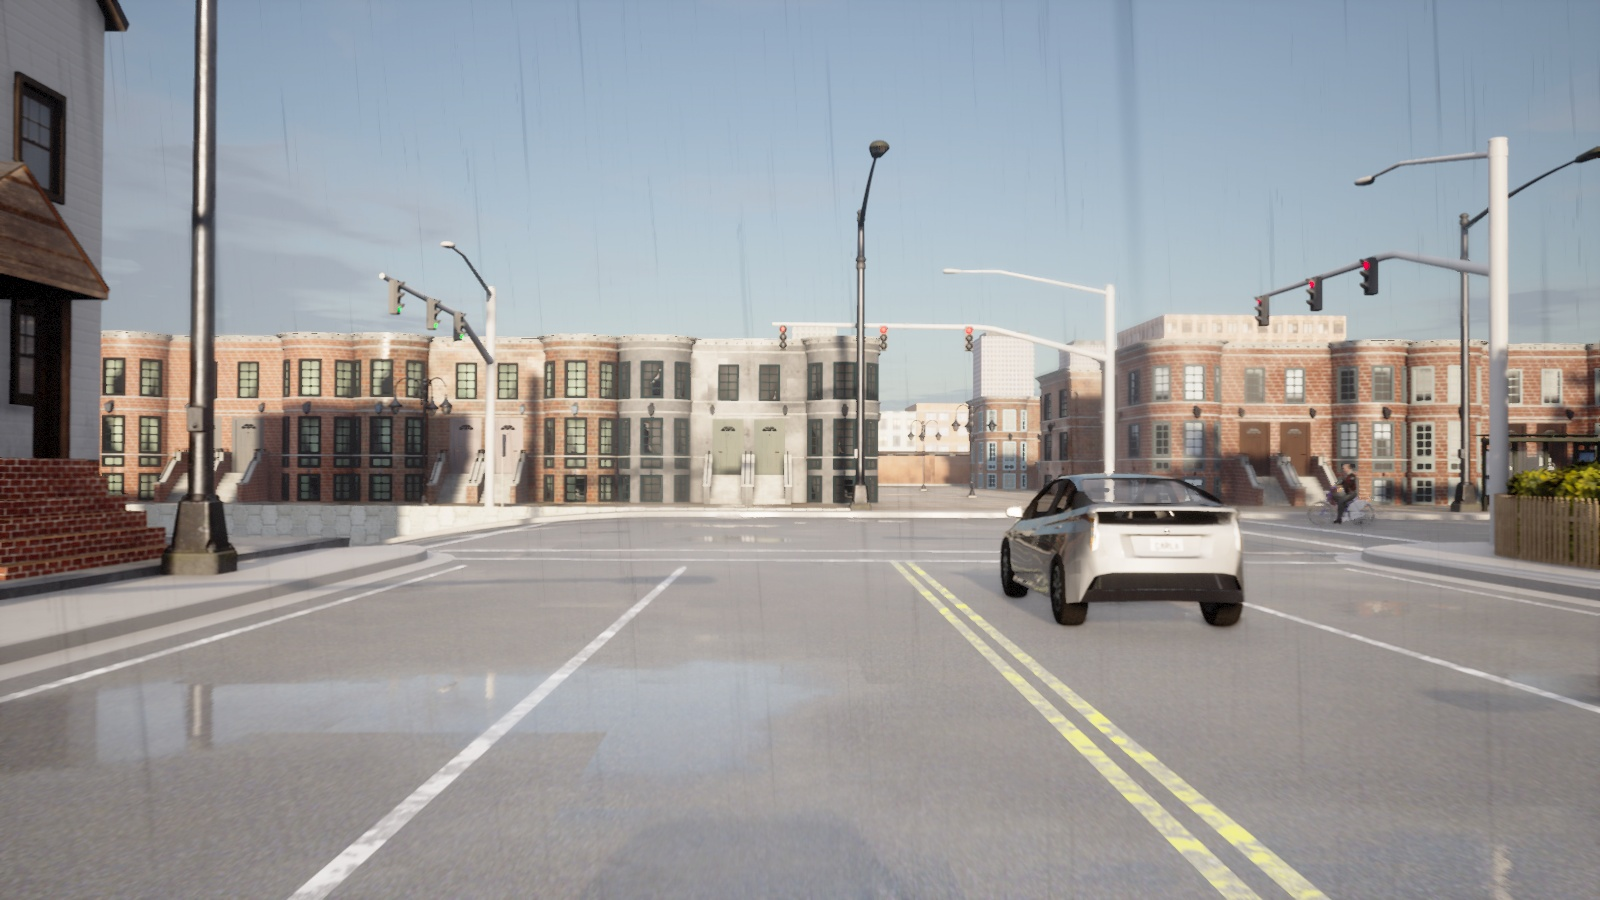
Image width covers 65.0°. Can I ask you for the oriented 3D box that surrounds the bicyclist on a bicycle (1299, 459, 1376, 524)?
[{"bbox_3d":[14.953,1.148,34.972,1.843,1.776,0.659,0,-1,0],"label":"bicyclist on a bicycle"}]

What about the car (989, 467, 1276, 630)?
[{"bbox_3d":[3.466,0.956,14.075,2.007,1.525,4.514,0,-1,0],"label":"car"}]
